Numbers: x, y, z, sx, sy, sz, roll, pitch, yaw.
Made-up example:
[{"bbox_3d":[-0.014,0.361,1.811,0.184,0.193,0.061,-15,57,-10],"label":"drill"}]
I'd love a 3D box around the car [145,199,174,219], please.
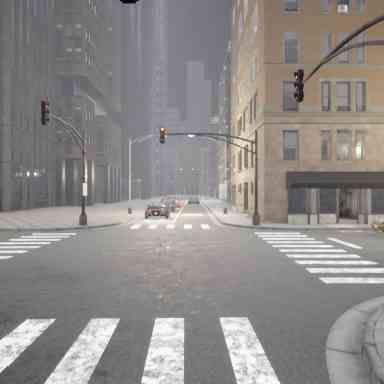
[{"bbox_3d":[-2.978,1.573,29.414,1.994,1.385,4.181,0,0,0],"label":"car"}]

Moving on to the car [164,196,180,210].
[{"bbox_3d":[-2.932,1.505,39.268,2.128,1.511,4.902,0,0,0],"label":"car"}]

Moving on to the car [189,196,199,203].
[{"bbox_3d":[0.376,1.545,69.892,1.994,1.385,4.181,0,0,0],"label":"car"}]

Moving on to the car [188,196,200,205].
[{"bbox_3d":[0.340,1.569,59.943,1.994,1.385,4.181,0,0,0],"label":"car"}]

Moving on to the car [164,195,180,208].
[{"bbox_3d":[-2.886,1.368,49.167,2.097,1.767,4.553,0,0,0],"label":"car"}]

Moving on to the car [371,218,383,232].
[{"bbox_3d":[12.186,1.519,17.717,4.829,1.417,1.752,0,0,-1],"label":"car"}]
